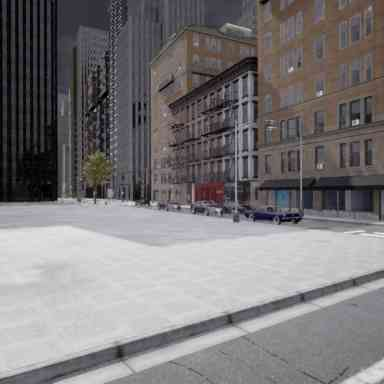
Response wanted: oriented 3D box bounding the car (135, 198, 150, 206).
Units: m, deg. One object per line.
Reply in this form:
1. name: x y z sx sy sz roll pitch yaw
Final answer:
1. car: -9.240 1.815 61.931 1.837 1.490 4.892 0 0 -27

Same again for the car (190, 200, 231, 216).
1. car: 1.493 1.630 34.087 2.128 1.511 4.902 0 0 -26

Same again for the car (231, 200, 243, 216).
1. car: 4.204 1.630 34.657 1.837 1.490 4.892 0 0 -26

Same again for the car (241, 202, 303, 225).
1. car: 6.006 1.686 24.944 1.895 1.301 4.718 0 0 -26

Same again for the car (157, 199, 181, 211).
1. car: -3.055 1.689 43.332 2.128 1.511 4.902 0 0 -26
